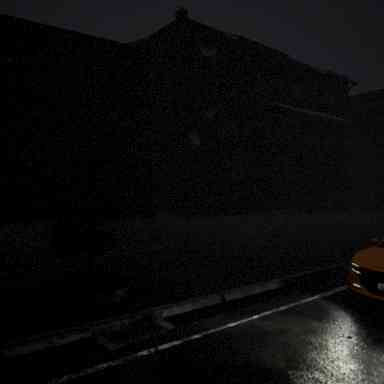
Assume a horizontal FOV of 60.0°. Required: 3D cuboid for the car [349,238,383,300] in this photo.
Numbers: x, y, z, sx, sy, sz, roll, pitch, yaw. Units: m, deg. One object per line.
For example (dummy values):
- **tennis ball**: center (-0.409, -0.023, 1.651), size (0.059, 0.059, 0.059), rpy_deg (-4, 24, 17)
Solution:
- **car**: center (5.541, 1.532, 7.746), size (5.008, 1.535, 1.882), rpy_deg (1, -1, -39)
